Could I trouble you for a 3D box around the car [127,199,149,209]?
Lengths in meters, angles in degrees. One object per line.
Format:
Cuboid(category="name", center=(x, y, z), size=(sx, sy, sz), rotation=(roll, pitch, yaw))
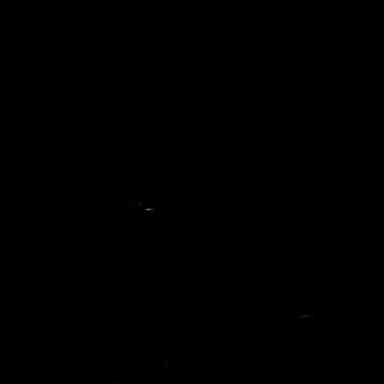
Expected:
Cuboid(category="car", center=(-9.224, 1.968, 57.145), size=(2.097, 1.767, 4.553), rotation=(1, -1, -40))
